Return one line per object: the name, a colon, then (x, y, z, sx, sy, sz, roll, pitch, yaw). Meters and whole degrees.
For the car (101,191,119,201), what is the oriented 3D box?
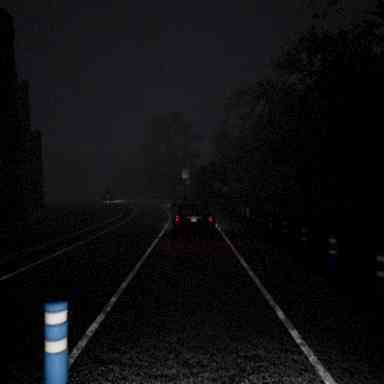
car: (-14.790, 0.635, 59.703, 2.097, 1.767, 4.553, -5, 3, -34)

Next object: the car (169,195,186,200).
car: (-1.385, 1.103, 36.017, 2.128, 1.511, 4.902, -1, 2, -10)

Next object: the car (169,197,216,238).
car: (0.074, 1.323, 17.583, 2.097, 1.767, 4.553, 0, 0, 0)
